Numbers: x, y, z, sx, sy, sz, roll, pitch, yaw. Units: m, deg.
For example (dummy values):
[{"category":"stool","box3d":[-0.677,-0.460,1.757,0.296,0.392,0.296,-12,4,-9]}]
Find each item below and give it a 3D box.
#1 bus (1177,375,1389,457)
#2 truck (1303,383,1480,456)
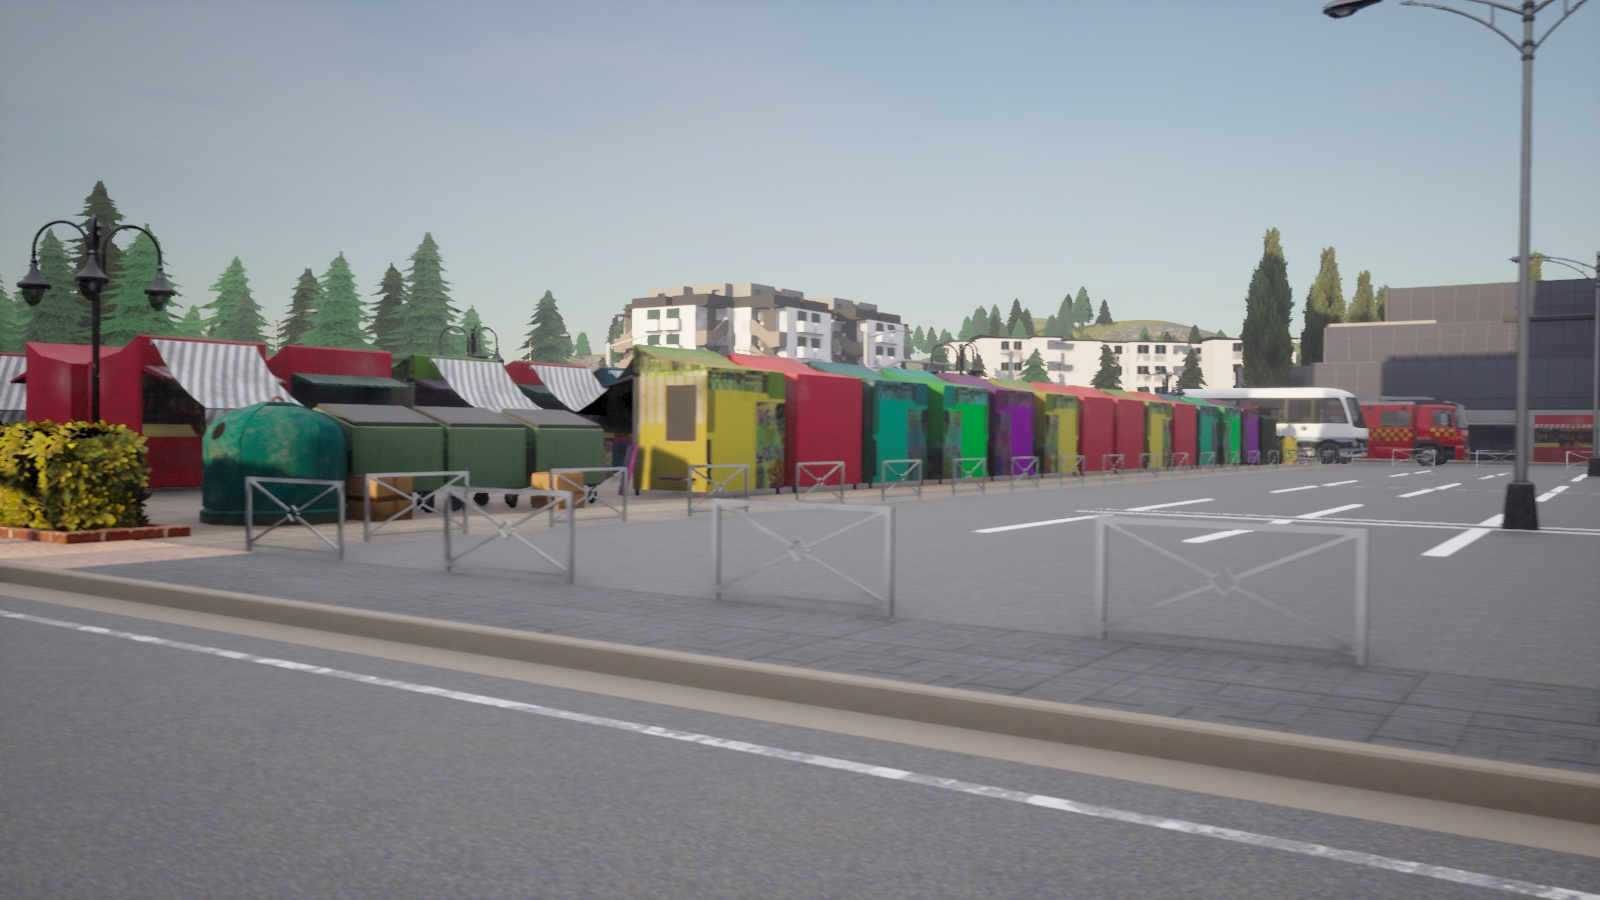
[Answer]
[{"category":"bus","box3d":[26.627,-1.780,69.551,10.273,4.253,3.944,0,1,35]},{"category":"truck","box3d":[32.660,-1.623,69.554,8.468,3.827,2.891,0,1,35]}]
